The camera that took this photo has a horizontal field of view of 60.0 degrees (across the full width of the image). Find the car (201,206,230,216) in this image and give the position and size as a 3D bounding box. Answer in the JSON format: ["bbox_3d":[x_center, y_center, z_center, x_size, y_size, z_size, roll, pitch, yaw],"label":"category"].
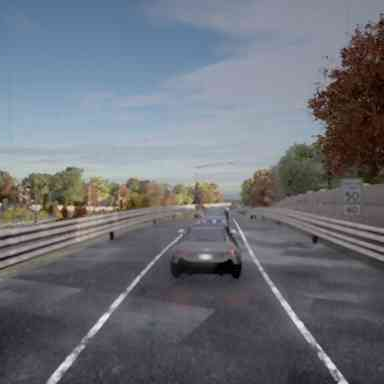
[{"bbox_3d":[1.537,1.836,22.029,2.033,1.411,5.357,0,-1,6],"label":"car"}]

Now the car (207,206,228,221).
[{"bbox_3d":[2.829,2.288,36.504,2.128,1.511,4.902,0,-3,6],"label":"car"}]

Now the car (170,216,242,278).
[{"bbox_3d":[0.482,1.686,10.621,1.994,1.385,4.181,0,-1,4],"label":"car"}]

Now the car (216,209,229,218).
[{"bbox_3d":[5.508,3.872,58.784,2.033,1.411,5.357,0,-5,8],"label":"car"}]

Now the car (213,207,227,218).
[{"bbox_3d":[4.219,3.066,49.412,1.882,1.535,5.008,0,-4,8],"label":"car"}]
